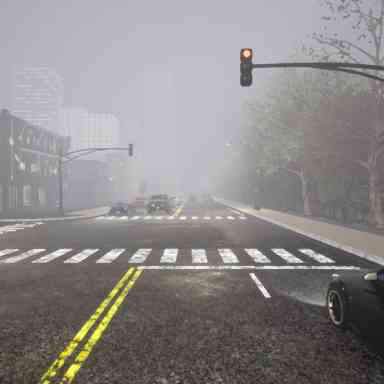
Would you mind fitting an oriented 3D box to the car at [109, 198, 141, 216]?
[{"bbox_3d":[-6.728,1.592,32.933,1.895,1.301,4.718,0,0,3],"label":"car"}]

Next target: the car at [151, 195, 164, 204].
[{"bbox_3d":[-6.508,1.455,63.562,1.882,1.535,5.008,0,0,1],"label":"car"}]

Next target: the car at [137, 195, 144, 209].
[{"bbox_3d":[-6.559,1.337,43.496,2.097,1.767,4.553,0,0,0],"label":"car"}]

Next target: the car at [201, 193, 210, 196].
[{"bbox_3d":[3.306,1.195,76.875,2.150,2.045,5.566,0,0,0],"label":"car"}]

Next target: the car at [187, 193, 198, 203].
[{"bbox_3d":[0.150,1.453,67.720,1.882,1.535,5.008,0,0,0],"label":"car"}]

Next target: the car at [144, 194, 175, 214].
[{"bbox_3d":[-3.316,1.214,34.886,2.150,2.045,5.566,0,0,0],"label":"car"}]

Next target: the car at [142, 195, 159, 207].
[{"bbox_3d":[-6.550,1.334,53.118,2.097,1.767,4.553,0,0,0],"label":"car"}]

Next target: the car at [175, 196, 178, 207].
[{"bbox_3d":[-3.305,1.511,46.188,1.812,1.442,4.674,0,0,0],"label":"car"}]

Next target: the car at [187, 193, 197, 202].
[{"bbox_3d":[0.057,1.194,78.127,2.150,2.045,5.566,0,0,0],"label":"car"}]

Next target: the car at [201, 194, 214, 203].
[{"bbox_3d":[3.399,1.576,66.895,1.895,1.301,4.718,0,0,0],"label":"car"}]

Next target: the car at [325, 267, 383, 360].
[{"bbox_3d":[3.352,1.563,4.257,1.994,1.385,4.181,0,0,0],"label":"car"}]
